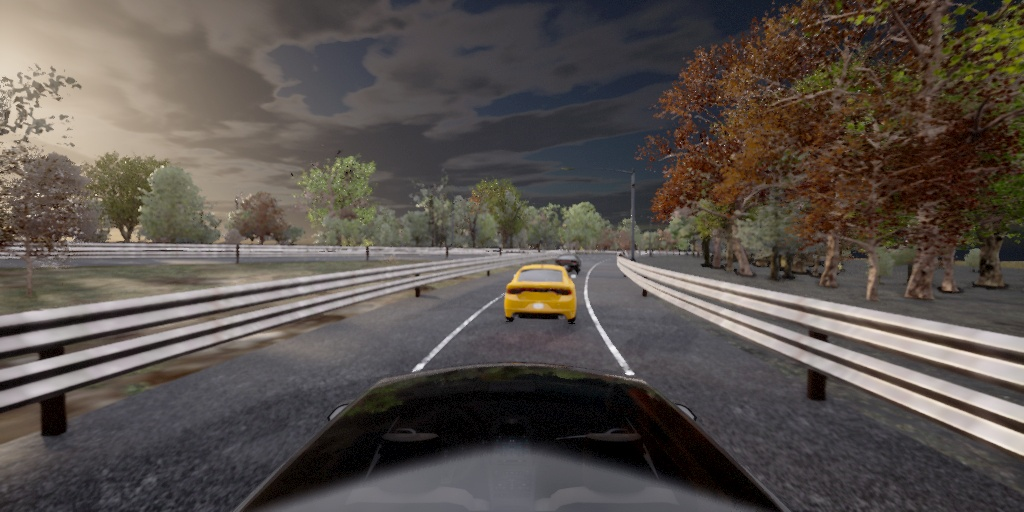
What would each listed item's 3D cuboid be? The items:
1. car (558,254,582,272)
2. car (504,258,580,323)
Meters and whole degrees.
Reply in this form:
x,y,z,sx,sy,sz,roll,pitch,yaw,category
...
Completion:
x,y,z,sx,sy,sz,roll,pitch,yaw,category
4.589,0.585,29.116,1.882,1.535,5.008,0,1,14,car
0.979,1.001,11.200,1.882,1.535,5.008,0,2,8,car
